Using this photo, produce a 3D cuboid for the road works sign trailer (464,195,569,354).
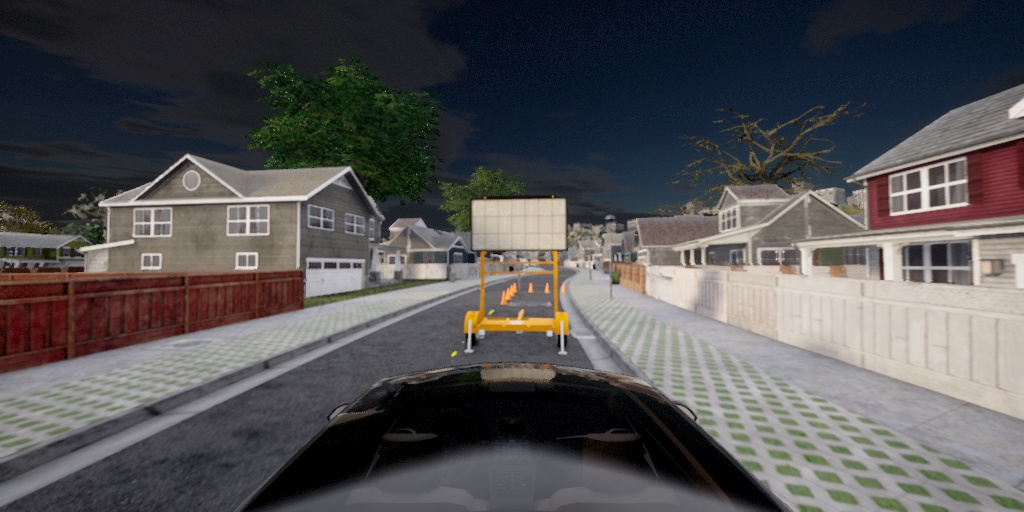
[{"bbox_3d":[0.188,0.290,9.011,2.380,3.560,2.880,0,0,5],"label":"road works sign trailer"}]
